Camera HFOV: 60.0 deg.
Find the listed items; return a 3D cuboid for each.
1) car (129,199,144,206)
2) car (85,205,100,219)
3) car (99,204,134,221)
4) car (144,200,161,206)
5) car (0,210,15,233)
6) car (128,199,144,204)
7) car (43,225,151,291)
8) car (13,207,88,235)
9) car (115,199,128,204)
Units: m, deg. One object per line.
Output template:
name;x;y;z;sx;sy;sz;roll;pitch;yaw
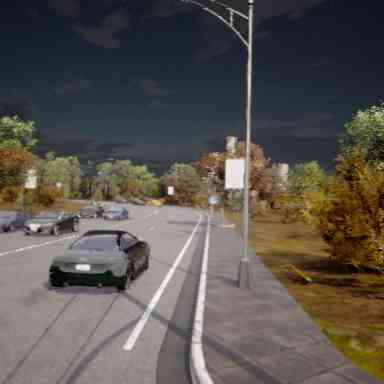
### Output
car;-13.467;2.728;83.808;1.994;1.385;4.181;3;-1;-34
car;-11.471;2.259;38.204;1.837;1.490;4.892;1;-1;3
car;-8.092;2.327;36.099;1.812;1.442;4.674;1;-1;3
car;-9.568;2.803;84.170;1.882;1.535;5.008;3;-1;-34
car;-12.349;1.935;22.882;2.033;1.411;5.357;1;-2;3
car;-15.607;2.679;92.676;1.895;1.301;4.718;3;-1;-44
car;-2.471;1.821;9.862;1.994;1.385;4.181;1;-2;3
car;-8.922;1.933;21.530;2.128;1.511;4.902;1;-2;3
car;-19.373;2.531;91.634;1.994;1.385;4.181;3;-1;-44
